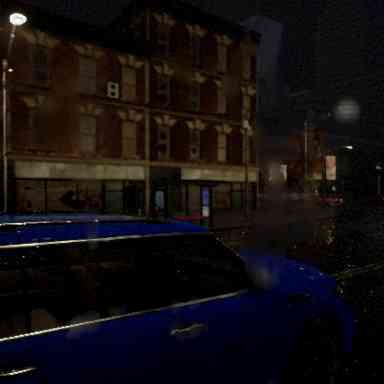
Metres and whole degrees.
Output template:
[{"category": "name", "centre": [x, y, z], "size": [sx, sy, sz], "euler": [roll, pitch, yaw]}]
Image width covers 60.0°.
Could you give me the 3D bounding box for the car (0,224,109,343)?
[{"category": "car", "centre": [-4.097, 1.493, 5.378], "size": [4.902, 1.511, 2.128], "euler": [0, 0, -36]}]

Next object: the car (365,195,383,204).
[{"category": "car", "centre": [33.059, 1.324, 59.078], "size": [2.002, 1.452, 4.674], "euler": [0, 0, -16]}]

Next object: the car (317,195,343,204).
[{"category": "car", "centre": [20.806, 1.204, 50.354], "size": [2.097, 1.767, 4.553], "euler": [0, 0, -8]}]

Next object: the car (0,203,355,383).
[{"category": "car", "centre": [-0.729, 1.217, 3.227], "size": [5.566, 2.045, 2.150], "euler": [0, 0, -35]}]
